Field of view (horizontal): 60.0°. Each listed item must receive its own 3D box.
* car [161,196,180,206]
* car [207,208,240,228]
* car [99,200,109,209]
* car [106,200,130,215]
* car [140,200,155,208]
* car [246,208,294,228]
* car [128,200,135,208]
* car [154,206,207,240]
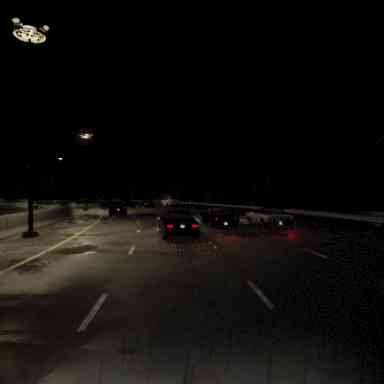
[{"bbox_3d":[-3.948,1.784,59.751,2.150,2.045,5.566,0,-1,-22],"label":"car"},{"bbox_3d":[1.845,1.794,23.923,1.895,1.301,4.718,0,-1,-9],"label":"car"},{"bbox_3d":[-15.361,2.147,59.317,1.882,1.535,5.008,0,-1,-22],"label":"car"},{"bbox_3d":[-8.839,1.997,39.564,1.994,1.385,4.181,0,-1,-15],"label":"car"},{"bbox_3d":[-8.087,2.168,59.836,1.994,1.385,4.181,0,-1,-22],"label":"car"},{"bbox_3d":[5.415,1.759,23.850,1.895,1.301,4.718,0,-1,-9],"label":"car"},{"bbox_3d":[-11.539,2.137,59.354,1.837,1.490,4.892,1,-1,-22],"label":"car"},{"bbox_3d":[-0.840,1.718,18.347,2.033,1.411,5.357,0,-1,-9],"label":"car"}]
